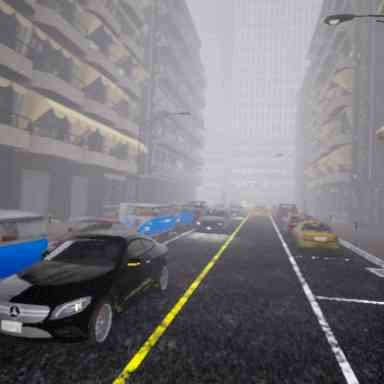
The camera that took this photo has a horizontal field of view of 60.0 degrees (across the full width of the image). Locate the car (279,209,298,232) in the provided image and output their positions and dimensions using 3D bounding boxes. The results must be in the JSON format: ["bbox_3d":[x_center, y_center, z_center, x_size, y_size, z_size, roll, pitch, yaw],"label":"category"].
[{"bbox_3d":[6.757,2.023,20.992,1.887,1.381,4.507,2,-1,12],"label":"car"}]

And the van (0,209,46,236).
[{"bbox_3d":[-4.400,1.240,6.045,1.690,1.788,3.998,2,-1,12],"label":"van"}]

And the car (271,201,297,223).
[{"bbox_3d":[9.071,2.008,32.035,2.192,1.841,5.009,2,-1,12],"label":"car"}]

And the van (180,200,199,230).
[{"bbox_3d":[-0.944,1.560,22.607,1.690,1.788,3.998,2,-1,12],"label":"van"}]

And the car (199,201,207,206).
[{"bbox_3d":[0.209,1.641,28.128,2.192,1.841,5.009,2,-1,12],"label":"car"}]

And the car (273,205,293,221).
[{"bbox_3d":[10.248,2.330,37.720,1.752,1.417,4.829,2,-1,12],"label":"car"}]

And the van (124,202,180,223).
[{"bbox_3d":[-2.096,1.453,17.086,1.690,1.788,3.998,2,-1,12],"label":"van"}]

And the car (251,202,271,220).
[{"bbox_3d":[7.611,2.180,37.147,1.882,1.535,5.008,2,-1,12],"label":"car"}]

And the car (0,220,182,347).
[{"bbox_3d":[-1.783,1.525,6.571,1.812,1.442,4.674,2,-1,13],"label":"car"}]

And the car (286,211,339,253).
[{"bbox_3d":[5.640,1.899,15.638,1.752,1.417,4.829,2,-1,12],"label":"car"}]

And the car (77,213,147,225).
[{"bbox_3d":[-3.257,1.587,11.563,1.802,1.307,4.206,2,-1,12],"label":"car"}]

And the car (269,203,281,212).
[{"bbox_3d":[14.856,2.767,59.801,1.752,1.417,4.829,2,-1,12],"label":"car"}]

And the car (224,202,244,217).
[{"bbox_3d":[5.430,2.269,40.668,2.033,1.411,5.357,2,-1,12],"label":"car"}]

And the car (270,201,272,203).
[{"bbox_3d":[13.704,2.657,54.281,1.752,1.417,4.829,2,-1,12],"label":"car"}]

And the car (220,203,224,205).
[{"bbox_3d":[3.654,2.232,44.686,1.802,1.307,4.206,2,-1,12],"label":"car"}]

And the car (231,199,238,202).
[{"bbox_3d":[8.273,2.406,66.772,2.192,1.841,5.009,2,-1,12],"label":"car"}]

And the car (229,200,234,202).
[{"bbox_3d":[4.774,2.282,50.041,1.752,1.417,4.829,2,-1,12],"label":"car"}]

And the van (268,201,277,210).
[{"bbox_3d":[17.133,2.802,70.677,1.690,1.788,3.998,2,-1,12],"label":"van"}]

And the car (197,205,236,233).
[{"bbox_3d":[1.570,1.857,22.647,2.033,1.411,5.357,2,-1,12],"label":"car"}]
